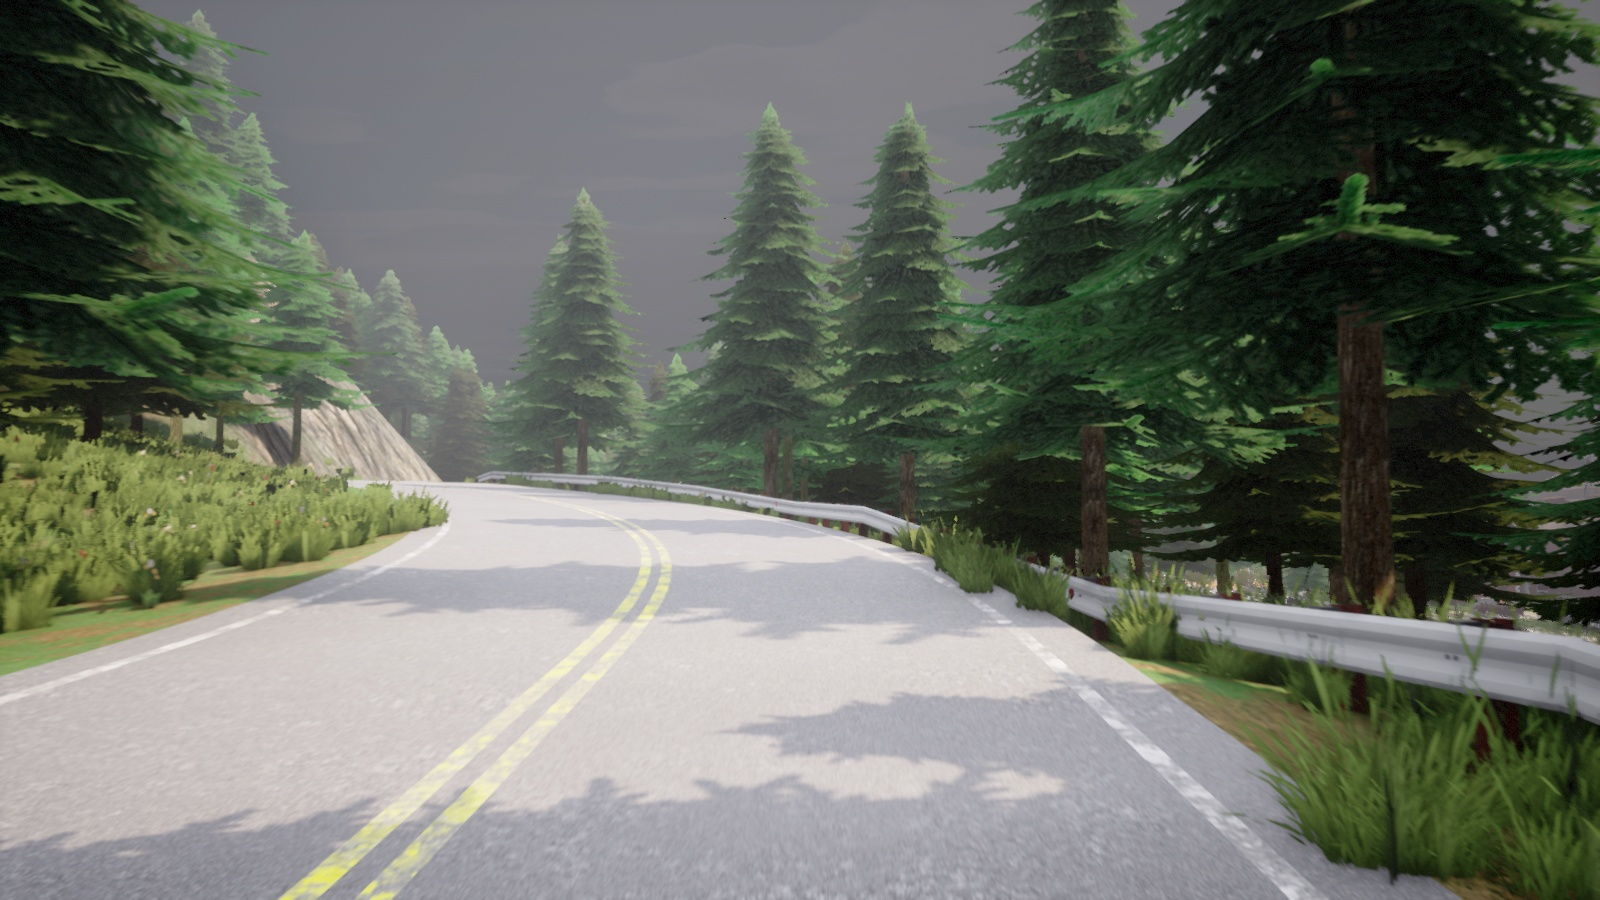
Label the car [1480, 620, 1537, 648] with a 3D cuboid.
[{"bbox_3d":[48.256,12.508,85.616,1.851,1.617,3.988,0,-4,4],"label":"car"}]
